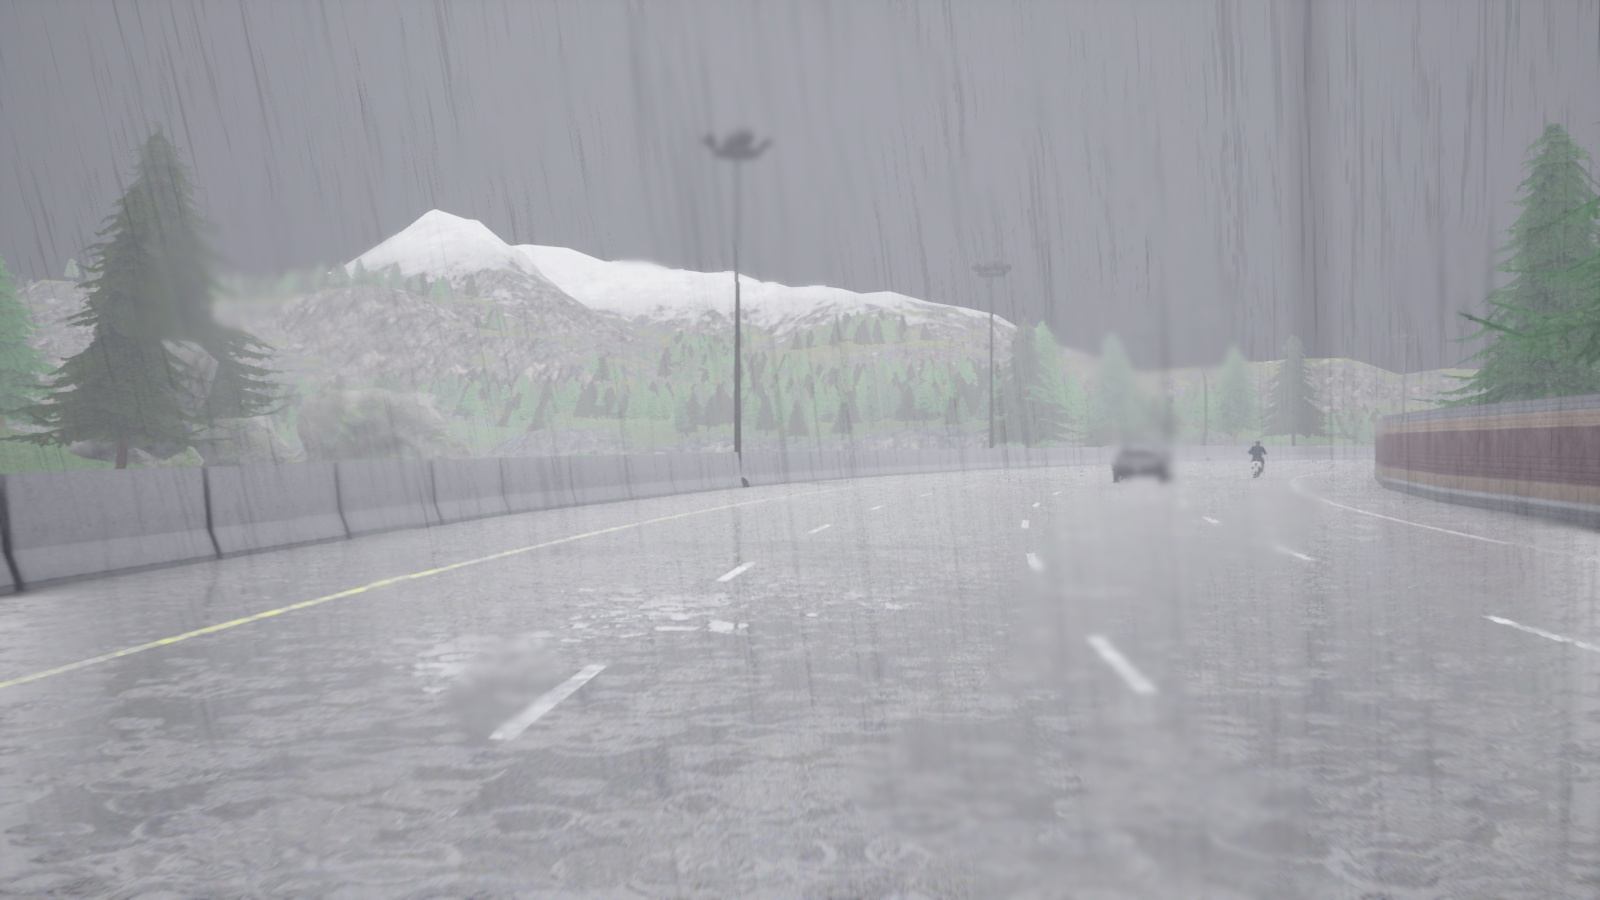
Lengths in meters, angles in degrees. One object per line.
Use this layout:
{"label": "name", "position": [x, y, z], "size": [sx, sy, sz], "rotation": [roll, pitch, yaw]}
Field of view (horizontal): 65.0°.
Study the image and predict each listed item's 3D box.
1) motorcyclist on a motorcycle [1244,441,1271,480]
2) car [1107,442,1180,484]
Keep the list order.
{"label": "motorcyclist on a motorcycle", "position": [19.432, 0.423, 53.305], "size": [0.866, 1.590, 1.817], "rotation": [1, 1, 25]}
{"label": "car", "position": [13.002, 0.452, 47.303], "size": [2.128, 1.511, 4.902], "rotation": [0, 0, 22]}
